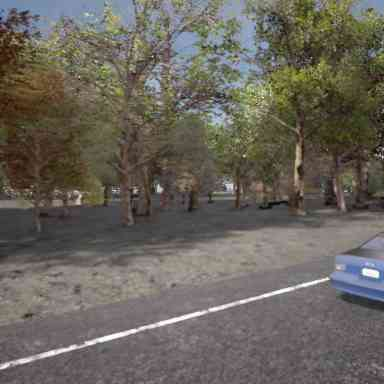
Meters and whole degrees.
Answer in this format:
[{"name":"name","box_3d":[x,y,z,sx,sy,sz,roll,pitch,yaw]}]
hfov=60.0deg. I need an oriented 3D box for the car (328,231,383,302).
[{"name":"car","box_3d":[5.300,1.515,7.527,5.357,1.411,2.033,0,0,-35]}]
